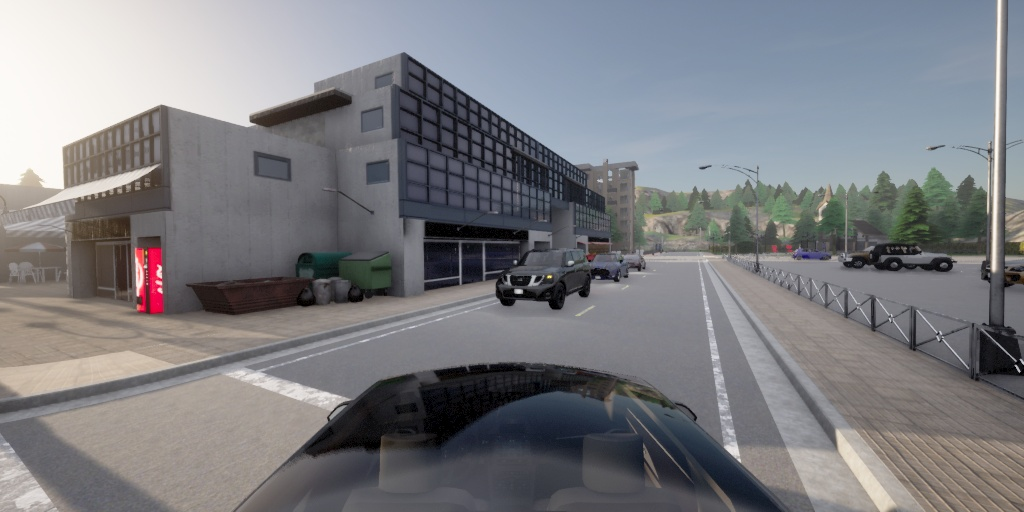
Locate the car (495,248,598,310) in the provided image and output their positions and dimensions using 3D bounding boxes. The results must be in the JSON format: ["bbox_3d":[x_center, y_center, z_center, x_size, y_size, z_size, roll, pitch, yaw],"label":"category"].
[{"bbox_3d":[1.471,0.715,13.885,2.150,2.045,5.566,0,1,27],"label":"car"}]

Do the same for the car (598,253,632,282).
[{"bbox_3d":[5.971,0.601,22.632,2.097,1.767,4.553,0,1,27],"label":"car"}]

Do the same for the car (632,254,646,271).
[{"bbox_3d":[10.656,0.520,31.728,1.812,1.442,4.674,0,1,27],"label":"car"}]
